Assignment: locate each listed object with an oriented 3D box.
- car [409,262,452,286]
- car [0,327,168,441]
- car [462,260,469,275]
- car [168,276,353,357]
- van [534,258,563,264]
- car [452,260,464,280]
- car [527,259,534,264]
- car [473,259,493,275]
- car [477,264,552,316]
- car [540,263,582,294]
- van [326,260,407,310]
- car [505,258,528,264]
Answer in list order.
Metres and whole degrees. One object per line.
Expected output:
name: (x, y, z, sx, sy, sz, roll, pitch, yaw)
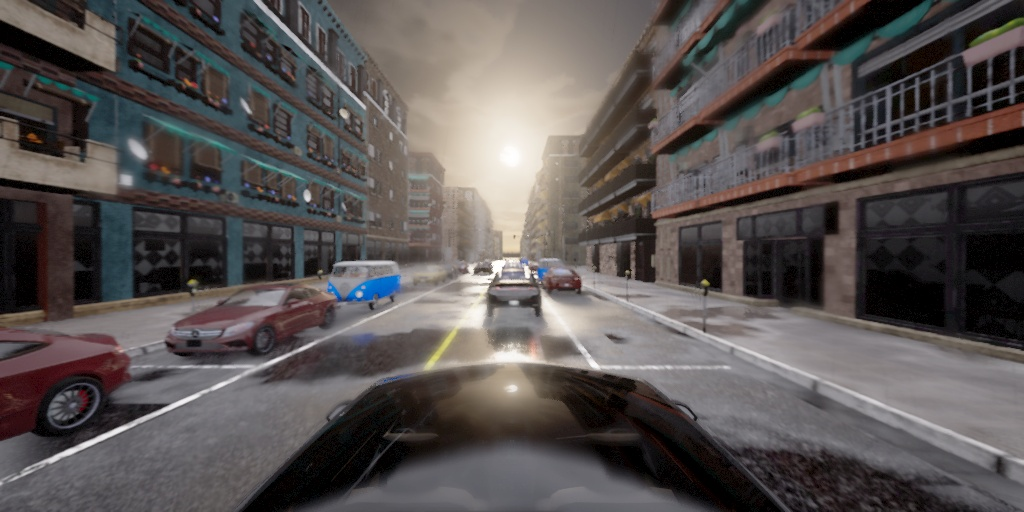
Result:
car: (-5.695, 1.261, 25.332, 1.751, 1.417, 4.829, 0, 0, 0)
car: (-5.691, 1.331, 2.856, 1.802, 1.307, 4.207, 0, 0, 0)
car: (-5.741, 1.179, 38.674, 1.967, 1.591, 4.097, 0, 0, 0)
car: (-5.692, 1.325, 8.517, 1.802, 1.307, 4.207, 0, 0, 0)
van: (2.685, 1.076, 25.477, 1.690, 1.789, 3.998, 0, 0, 0)
car: (-5.697, 1.301, 31.163, 1.948, 1.339, 4.313, 0, 0, 0)
car: (2.789, 1.324, 42.457, 1.802, 1.307, 4.207, 0, 0, 0)
car: (-3.089, 1.340, 39.154, 1.895, 1.301, 4.718, 0, 0, 0)
car: (0.081, 1.230, 13.395, 2.128, 1.511, 4.902, 0, 0, 0)
car: (2.686, 1.282, 19.816, 1.888, 1.381, 4.507, 0, 0, 0)
van: (-5.693, 1.080, 14.179, 1.690, 1.789, 3.998, 0, 0, 0)
car: (0.083, 1.213, 30.091, 1.882, 1.535, 5.008, 0, 0, 0)
